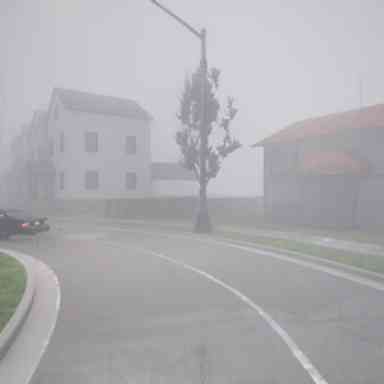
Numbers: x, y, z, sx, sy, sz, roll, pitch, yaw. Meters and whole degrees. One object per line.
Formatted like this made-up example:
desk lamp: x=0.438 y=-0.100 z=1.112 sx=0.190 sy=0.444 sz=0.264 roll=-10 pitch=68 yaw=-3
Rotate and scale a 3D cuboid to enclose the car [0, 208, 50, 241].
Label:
car: x=-9.670 y=1.514 z=16.383 sx=5.357 sy=1.411 sz=2.033 roll=0 pitch=0 yaw=18
